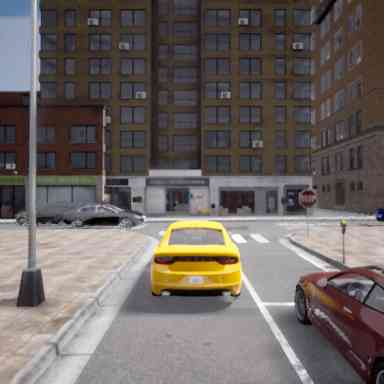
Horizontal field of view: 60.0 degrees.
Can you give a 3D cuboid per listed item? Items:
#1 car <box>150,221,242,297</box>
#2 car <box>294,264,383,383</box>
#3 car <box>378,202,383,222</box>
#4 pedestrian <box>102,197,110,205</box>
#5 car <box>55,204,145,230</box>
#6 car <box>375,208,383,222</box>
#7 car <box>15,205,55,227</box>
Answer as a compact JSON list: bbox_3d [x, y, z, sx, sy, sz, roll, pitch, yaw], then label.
[{"bbox_3d":[0.109,1.478,8.647,1.882,1.535,5.008,0,0,1],"label":"car"},{"bbox_3d":[2.643,1.582,4.234,1.802,1.307,4.206,1,0,0],"label":"car"},{"bbox_3d":[15.894,1.400,23.329,4.674,1.442,1.812,0,-1,0],"label":"car"},{"bbox_3d":[-6.866,1.285,26.301,0.375,1.860,0.375,0,0,0],"label":"pedestrian"},{"bbox_3d":[-5.363,1.510,20.431,4.902,1.511,2.128,-1,-1,0],"label":"car"},{"bbox_3d":[13.979,1.313,20.377,5.008,1.535,1.882,0,-1,0],"label":"car"},{"bbox_3d":[-9.882,1.647,23.392,4.674,1.442,1.812,-1,-1,0],"label":"car"}]
